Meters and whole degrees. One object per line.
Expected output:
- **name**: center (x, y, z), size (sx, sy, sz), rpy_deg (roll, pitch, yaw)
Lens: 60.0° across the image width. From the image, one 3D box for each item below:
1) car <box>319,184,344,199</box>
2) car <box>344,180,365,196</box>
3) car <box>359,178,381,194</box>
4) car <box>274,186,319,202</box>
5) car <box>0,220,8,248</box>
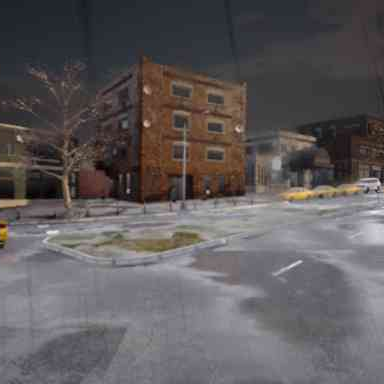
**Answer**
- **car**: center (15.588, -0.059, 39.917), size (5.366, 1.575, 1.946), rpy_deg (-4, 3, -38)
- **car**: center (19.927, -0.341, 43.325), size (5.366, 1.575, 1.946), rpy_deg (-4, 3, -38)
- **car**: center (24.483, -0.885, 46.896), size (5.566, 2.045, 2.435), rpy_deg (-4, 3, -38)
- **car**: center (11.243, 0.226, 36.518), size (5.366, 1.575, 1.946), rpy_deg (-4, 3, -38)
- **car**: center (-9.061, 1.355, 13.046), size (5.008, 1.535, 1.882), rpy_deg (2, 1, 39)
